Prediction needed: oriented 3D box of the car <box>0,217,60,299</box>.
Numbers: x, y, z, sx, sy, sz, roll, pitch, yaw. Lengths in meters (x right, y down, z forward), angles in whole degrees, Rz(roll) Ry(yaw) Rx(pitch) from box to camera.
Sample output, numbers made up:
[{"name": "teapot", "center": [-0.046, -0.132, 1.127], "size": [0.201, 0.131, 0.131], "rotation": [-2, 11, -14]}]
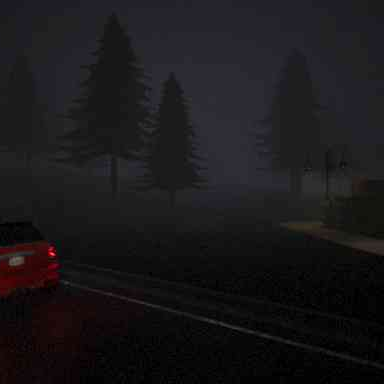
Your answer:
[{"name": "car", "center": [-5.102, 1.352, 7.631], "size": [4.553, 1.767, 2.097], "rotation": [0, 0, 36]}]
